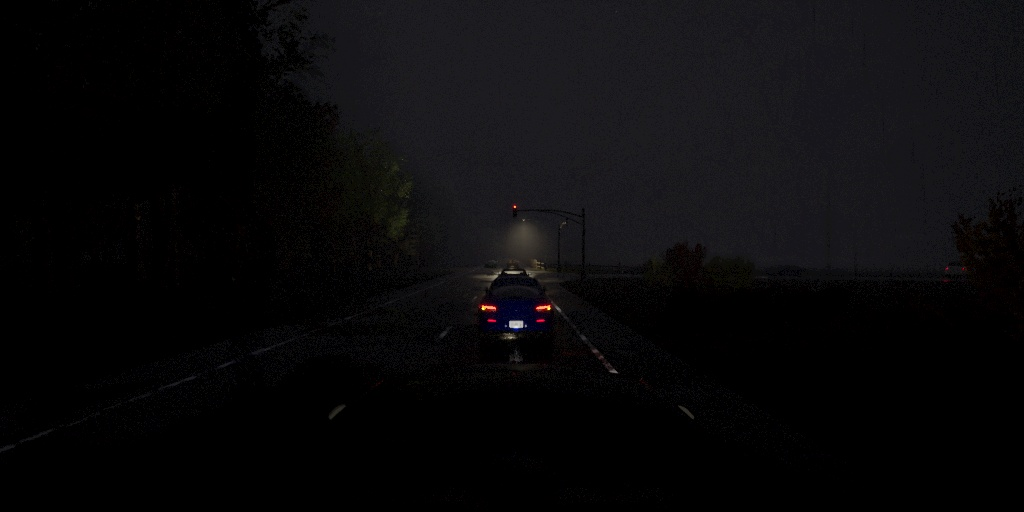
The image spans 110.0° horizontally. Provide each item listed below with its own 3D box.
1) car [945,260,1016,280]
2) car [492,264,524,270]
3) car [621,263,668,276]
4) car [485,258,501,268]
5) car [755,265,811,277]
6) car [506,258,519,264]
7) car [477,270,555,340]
[{"bbox_3d":[48.533,1.498,37.180,5.566,2.045,2.150,1,-1,0],"label":"car"},{"bbox_3d":[0.091,1.318,18.628,1.994,1.385,4.181,0,0,0],"label":"car"},{"bbox_3d":[15.325,1.523,41.014,5.357,1.411,2.033,1,-1,2],"label":"car"},{"bbox_3d":[-3.426,1.318,60.817,1.994,1.385,4.181,0,0,0],"label":"car"},{"bbox_3d":[30.826,1.691,40.847,5.357,1.411,2.033,1,-1,0],"label":"car"},{"bbox_3d":[0.085,1.259,59.777,1.837,1.490,4.892,0,0,0],"label":"car"},{"bbox_3d":[0.097,1.278,9.873,1.812,1.442,4.674,0,0,0],"label":"car"}]
